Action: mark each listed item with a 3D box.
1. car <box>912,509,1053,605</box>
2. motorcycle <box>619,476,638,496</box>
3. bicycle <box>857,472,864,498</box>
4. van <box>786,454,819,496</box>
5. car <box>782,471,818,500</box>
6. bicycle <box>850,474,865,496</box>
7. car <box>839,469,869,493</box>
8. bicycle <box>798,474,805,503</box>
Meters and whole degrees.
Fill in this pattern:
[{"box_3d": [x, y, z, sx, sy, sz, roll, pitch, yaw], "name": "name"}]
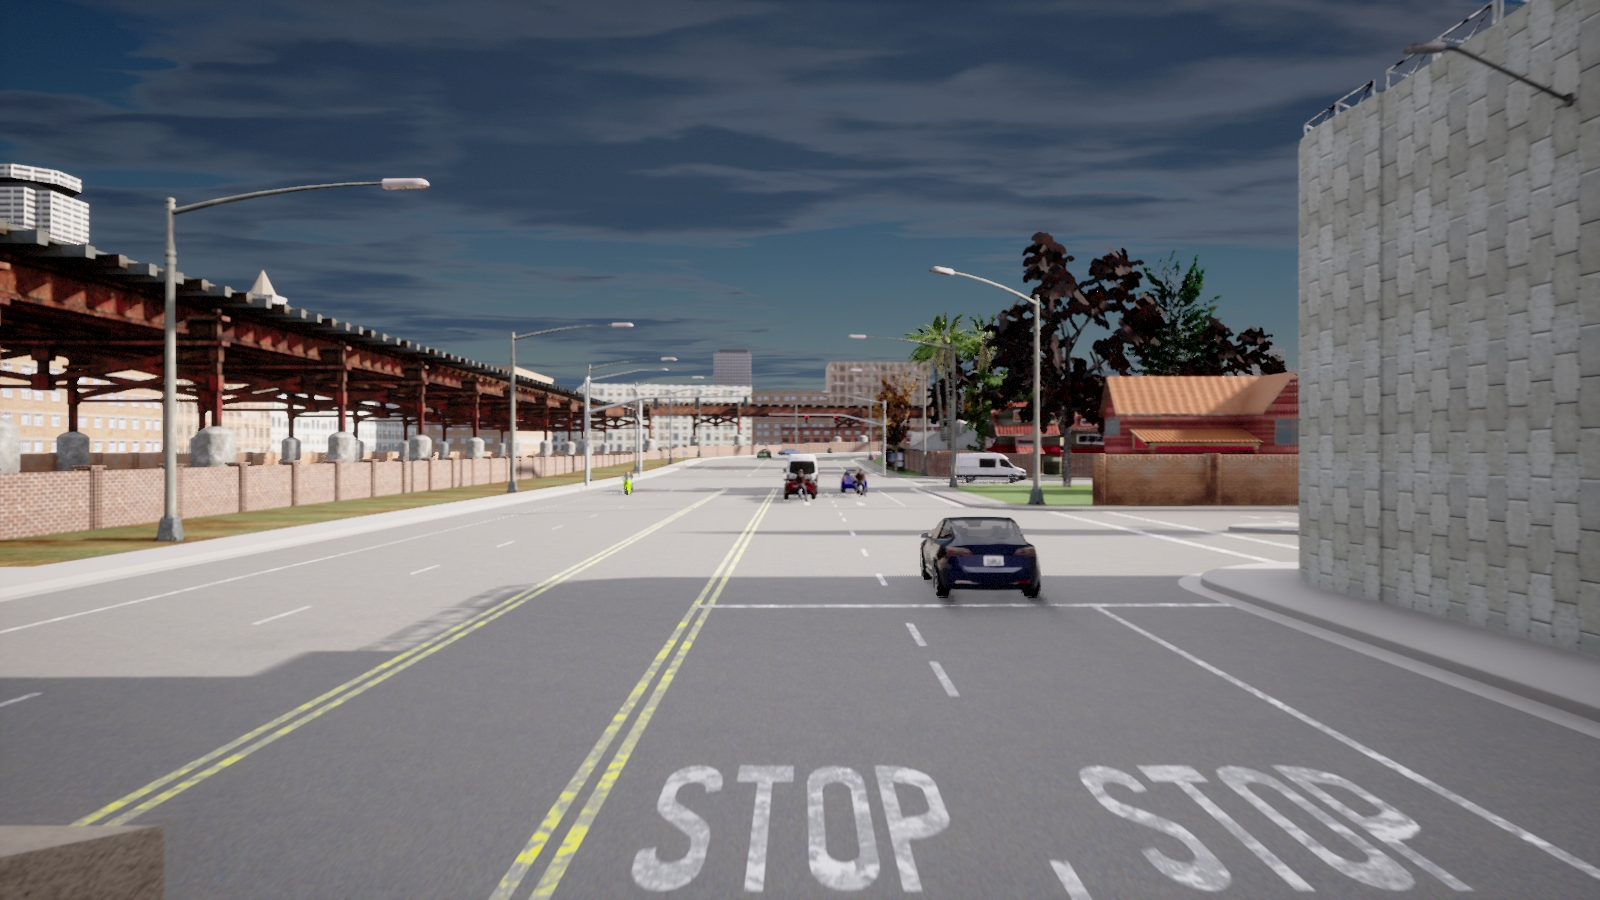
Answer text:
[{"box_3d": [3.538, 2.060, 23.090, 2.163, 1.488, 4.792, 0, 0, 1], "name": "car"}, {"box_3d": [-10.460, 2.204, 69.758, 0.803, 1.145, 2.033, 0, 0, 0], "name": "motorcycle"}, {"box_3d": [3.546, 2.039, 66.794, 0.329, 1.496, 1.835, 0, 0, 0], "name": "bicycle"}, {"box_3d": [0.108, 1.525, 72.698, 1.988, 2.561, 5.915, 0, 0, -1], "name": "van"}, {"box_3d": [-0.001, 2.031, 65.718, 2.007, 1.525, 4.514, 0, 0, 0], "name": "car"}, {"box_3d": [3.538, 2.136, 70.422, 0.859, 1.301, 1.487, 0, 0, 0], "name": "bicycle"}, {"box_3d": [3.508, 2.028, 75.018, 1.845, 1.501, 3.633, 0, 0, 0], "name": "car"}, {"box_3d": [0.084, 2.038, 60.511, 0.329, 1.496, 1.835, -1, 0, 0], "name": "bicycle"}]
